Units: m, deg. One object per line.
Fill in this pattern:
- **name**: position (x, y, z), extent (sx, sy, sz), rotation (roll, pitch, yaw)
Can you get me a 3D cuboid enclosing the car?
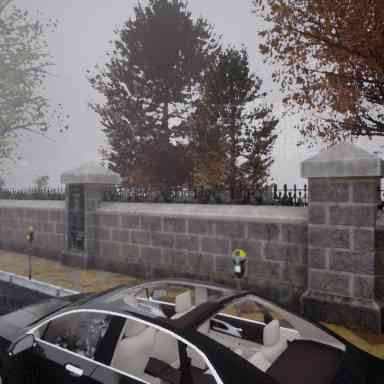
- **car**: position (-0.421, 1.551, 3.177), extent (4.403, 1.369, 2.008), rotation (0, 0, 35)
